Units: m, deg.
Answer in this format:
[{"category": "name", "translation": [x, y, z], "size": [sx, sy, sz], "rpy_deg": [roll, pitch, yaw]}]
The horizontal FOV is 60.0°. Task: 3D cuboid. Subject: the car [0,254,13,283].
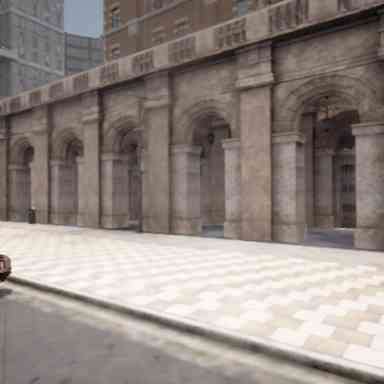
[{"category": "car", "translation": [-6.498, 1.701, 8.199], "size": [4.718, 1.301, 1.895], "rpy_deg": [-1, 0, 35]}]
